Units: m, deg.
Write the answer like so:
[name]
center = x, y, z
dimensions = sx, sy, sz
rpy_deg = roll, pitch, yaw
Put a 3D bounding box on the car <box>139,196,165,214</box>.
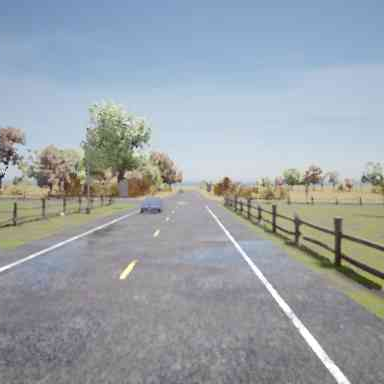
[car]
center = -3.572, 1.147, 30.417
dimensions = 1.812, 1.442, 4.674
rpy_deg = 0, 1, 0
